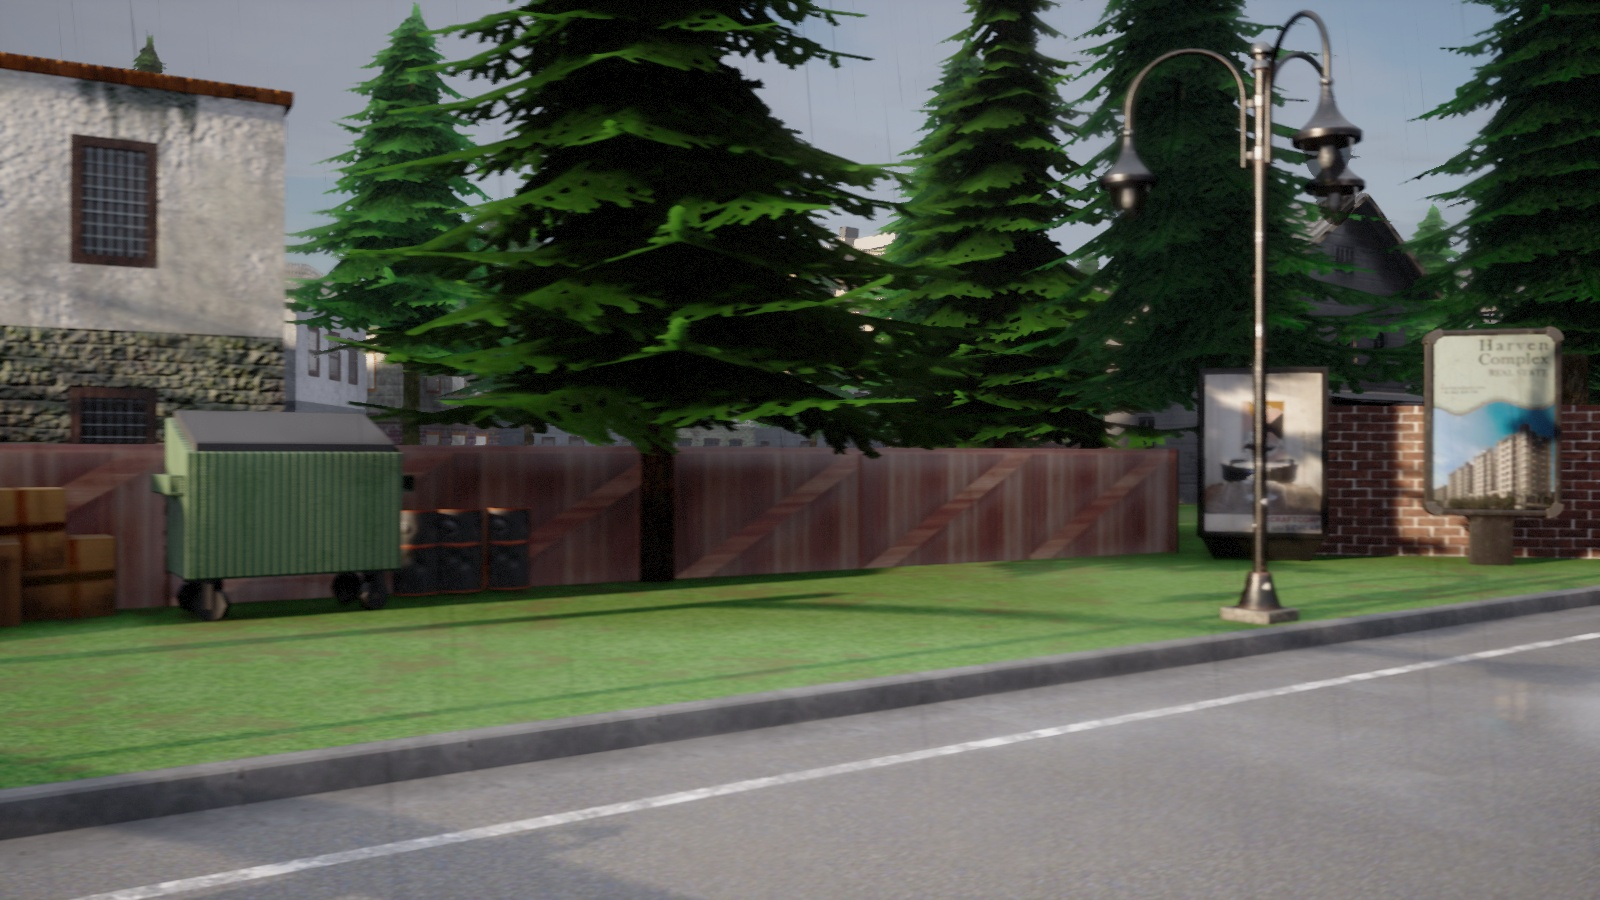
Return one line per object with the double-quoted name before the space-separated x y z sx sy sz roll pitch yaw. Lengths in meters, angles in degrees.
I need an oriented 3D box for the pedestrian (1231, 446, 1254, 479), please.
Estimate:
"pedestrian" 25.313 0.700 71.811 0.874 1.855 0.900 0 0 -36
